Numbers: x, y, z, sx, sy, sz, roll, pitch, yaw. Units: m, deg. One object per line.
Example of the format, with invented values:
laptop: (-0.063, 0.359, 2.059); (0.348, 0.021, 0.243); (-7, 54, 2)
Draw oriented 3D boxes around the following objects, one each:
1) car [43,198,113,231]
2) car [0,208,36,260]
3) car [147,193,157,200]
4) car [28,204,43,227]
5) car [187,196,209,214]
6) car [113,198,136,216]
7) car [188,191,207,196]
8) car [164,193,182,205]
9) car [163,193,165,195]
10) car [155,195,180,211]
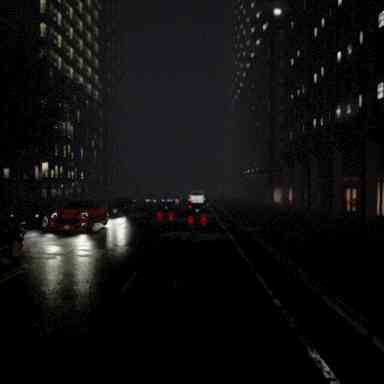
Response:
car: (-6.334, 1.199, 19.135); (2.097, 1.767, 4.553); (0, 0, 1)
car: (-6.485, 1.424, 9.177); (1.837, 1.490, 4.892); (0, 0, 1)
car: (-8.713, 0.884, 73.024); (1.882, 1.535, 5.008); (0, 0, 1)
car: (-9.553, 1.426, 21.170); (1.895, 1.301, 4.718); (0, 0, 1)
car: (0.507, 1.365, 32.142); (1.895, 1.301, 4.718); (0, 0, 1)
car: (-6.154, 1.264, 29.283); (2.128, 1.511, 4.902); (0, 0, 1)
car: (0.683, 0.885, 45.191); (2.150, 2.045, 5.566); (0, 0, 1)
car: (-2.484, 1.188, 47.671); (2.033, 1.411, 5.357); (0, 0, 1)
car: (-5.463, 0.913, 72.977); (1.837, 1.490, 4.892); (0, 0, 1)
car: (-2.638, 1.325, 36.692); (1.895, 1.301, 4.718); (0, 0, 1)
